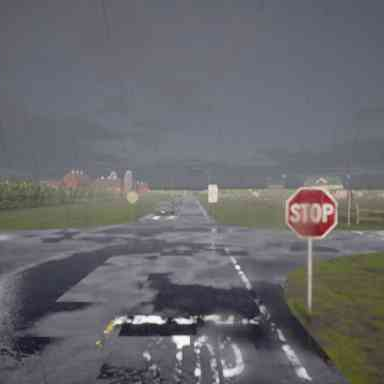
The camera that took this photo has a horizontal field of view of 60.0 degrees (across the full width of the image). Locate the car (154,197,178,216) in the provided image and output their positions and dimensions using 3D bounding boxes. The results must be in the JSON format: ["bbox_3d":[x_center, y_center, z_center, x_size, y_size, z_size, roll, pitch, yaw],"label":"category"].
[{"bbox_3d":[-2.749,1.647,33.943,1.837,1.490,4.892,0,2,0],"label":"car"}]

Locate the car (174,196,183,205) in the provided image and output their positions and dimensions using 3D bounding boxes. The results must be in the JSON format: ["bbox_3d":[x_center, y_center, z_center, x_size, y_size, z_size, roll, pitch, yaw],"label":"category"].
[{"bbox_3d":[-2.748,1.554,63.435,1.837,1.490,4.892,0,0,0],"label":"car"}]
